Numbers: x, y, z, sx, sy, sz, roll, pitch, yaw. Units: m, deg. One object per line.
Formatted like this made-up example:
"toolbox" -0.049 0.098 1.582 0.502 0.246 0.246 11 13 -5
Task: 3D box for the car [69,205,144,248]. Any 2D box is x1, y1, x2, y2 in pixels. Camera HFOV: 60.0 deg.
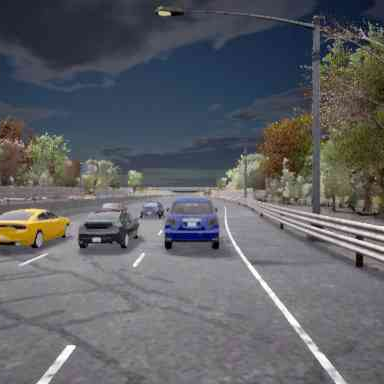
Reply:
"car" -3.500 1.516 14.651 1.837 1.490 4.892 0 0 0

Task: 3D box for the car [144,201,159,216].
"car" -3.500 1.542 29.651 1.812 1.442 4.674 0 0 0

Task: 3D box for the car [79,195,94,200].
"car" -24.500 1.536 78.869 1.882 1.535 5.008 0 0 0

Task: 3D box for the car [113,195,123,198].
"car" -17.500 1.414 78.899 2.097 1.767 4.553 0 0 0

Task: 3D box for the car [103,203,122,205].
"car" -7.000 1.625 29.681 1.895 1.301 4.718 0 0 0

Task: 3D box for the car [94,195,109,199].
"car" -21.000 1.536 78.869 1.882 1.535 5.008 0 0 0

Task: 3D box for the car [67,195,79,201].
"car" -28.000 1.414 78.899 2.097 1.767 4.553 0 0 0

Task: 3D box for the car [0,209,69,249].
"car" -7.000 1.484 14.651 1.882 1.535 5.008 0 0 0

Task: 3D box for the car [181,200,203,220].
"car" 0.000 1.526 29.651 1.837 1.490 4.892 0 0 0

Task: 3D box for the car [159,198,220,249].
"car" 0.000 1.257 14.681 2.150 2.045 5.566 0 0 0
